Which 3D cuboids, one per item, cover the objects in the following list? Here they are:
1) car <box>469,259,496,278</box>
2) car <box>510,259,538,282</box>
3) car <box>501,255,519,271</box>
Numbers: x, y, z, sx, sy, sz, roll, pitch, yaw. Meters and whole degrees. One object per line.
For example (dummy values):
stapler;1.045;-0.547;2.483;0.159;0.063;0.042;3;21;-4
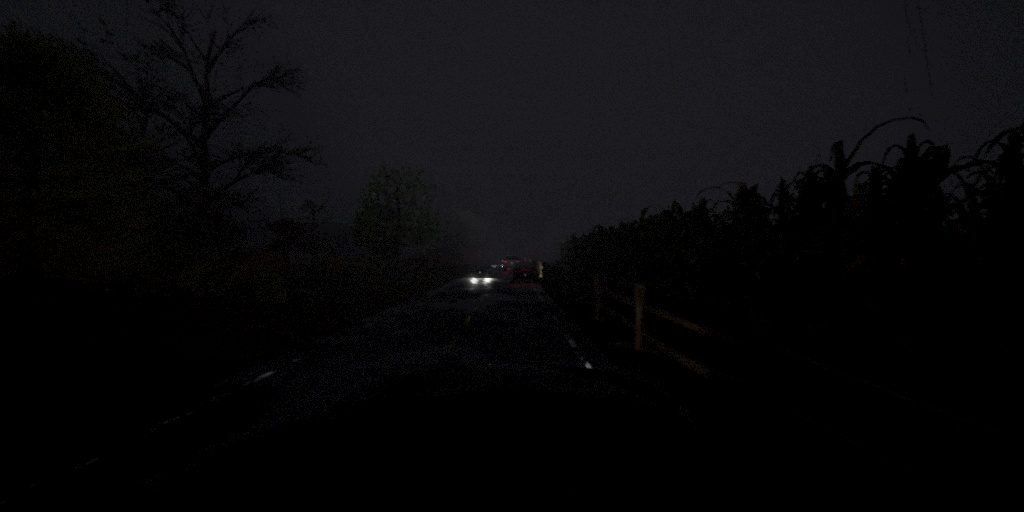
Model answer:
car;-2.839;1.278;33.654;1.994;1.385;4.181;0;0;0
car;0.966;1.201;28.266;1.882;1.535;5.008;0;0;0
car;0.011;0.906;47.348;2.150;2.045;5.566;0;0;1
